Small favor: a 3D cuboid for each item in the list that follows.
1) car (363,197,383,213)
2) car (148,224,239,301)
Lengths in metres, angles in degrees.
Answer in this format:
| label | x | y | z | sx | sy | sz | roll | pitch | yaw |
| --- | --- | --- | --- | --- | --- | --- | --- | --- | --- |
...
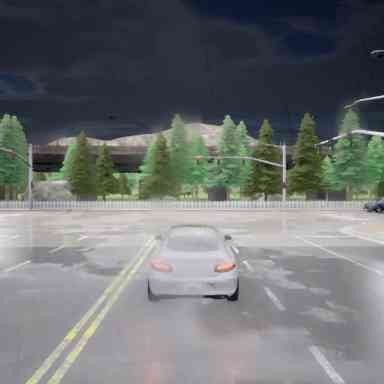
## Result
| label | x | y | z | sx | sy | sz | roll | pitch | yaw |
| --- | --- | --- | --- | --- | --- | --- | --- | --- | --- |
| car | 20.729 | 1.296 | 35.327 | 4.553 | 1.767 | 2.097 | 0 | 0 | 0 |
| car | 0.032 | 1.526 | 8.192 | 1.812 | 1.442 | 4.674 | 0 | 0 | 0 |
